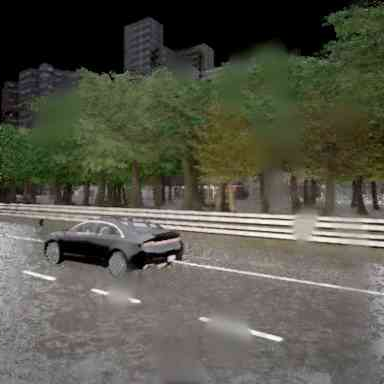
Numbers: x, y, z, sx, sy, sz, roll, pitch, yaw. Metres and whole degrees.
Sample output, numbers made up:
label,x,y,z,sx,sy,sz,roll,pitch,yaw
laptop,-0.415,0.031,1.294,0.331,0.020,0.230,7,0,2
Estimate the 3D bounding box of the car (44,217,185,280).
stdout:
label,x,y,z,sx,sy,sz,roll,pitch,yaw
car,-2.495,1.493,9.952,4.902,1.511,2.128,0,0,36
